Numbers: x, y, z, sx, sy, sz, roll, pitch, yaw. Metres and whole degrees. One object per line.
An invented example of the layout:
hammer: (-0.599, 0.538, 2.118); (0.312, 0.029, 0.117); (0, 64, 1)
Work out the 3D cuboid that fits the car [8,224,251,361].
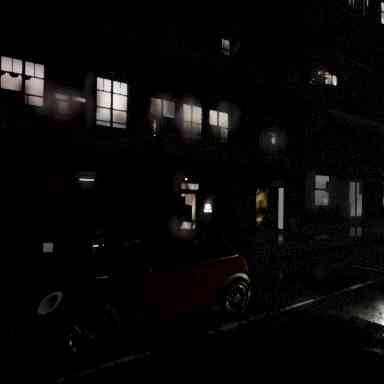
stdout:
car: (-0.928, 1.441, 5.886); (4.097, 1.590, 1.967); (0, 1, -36)
